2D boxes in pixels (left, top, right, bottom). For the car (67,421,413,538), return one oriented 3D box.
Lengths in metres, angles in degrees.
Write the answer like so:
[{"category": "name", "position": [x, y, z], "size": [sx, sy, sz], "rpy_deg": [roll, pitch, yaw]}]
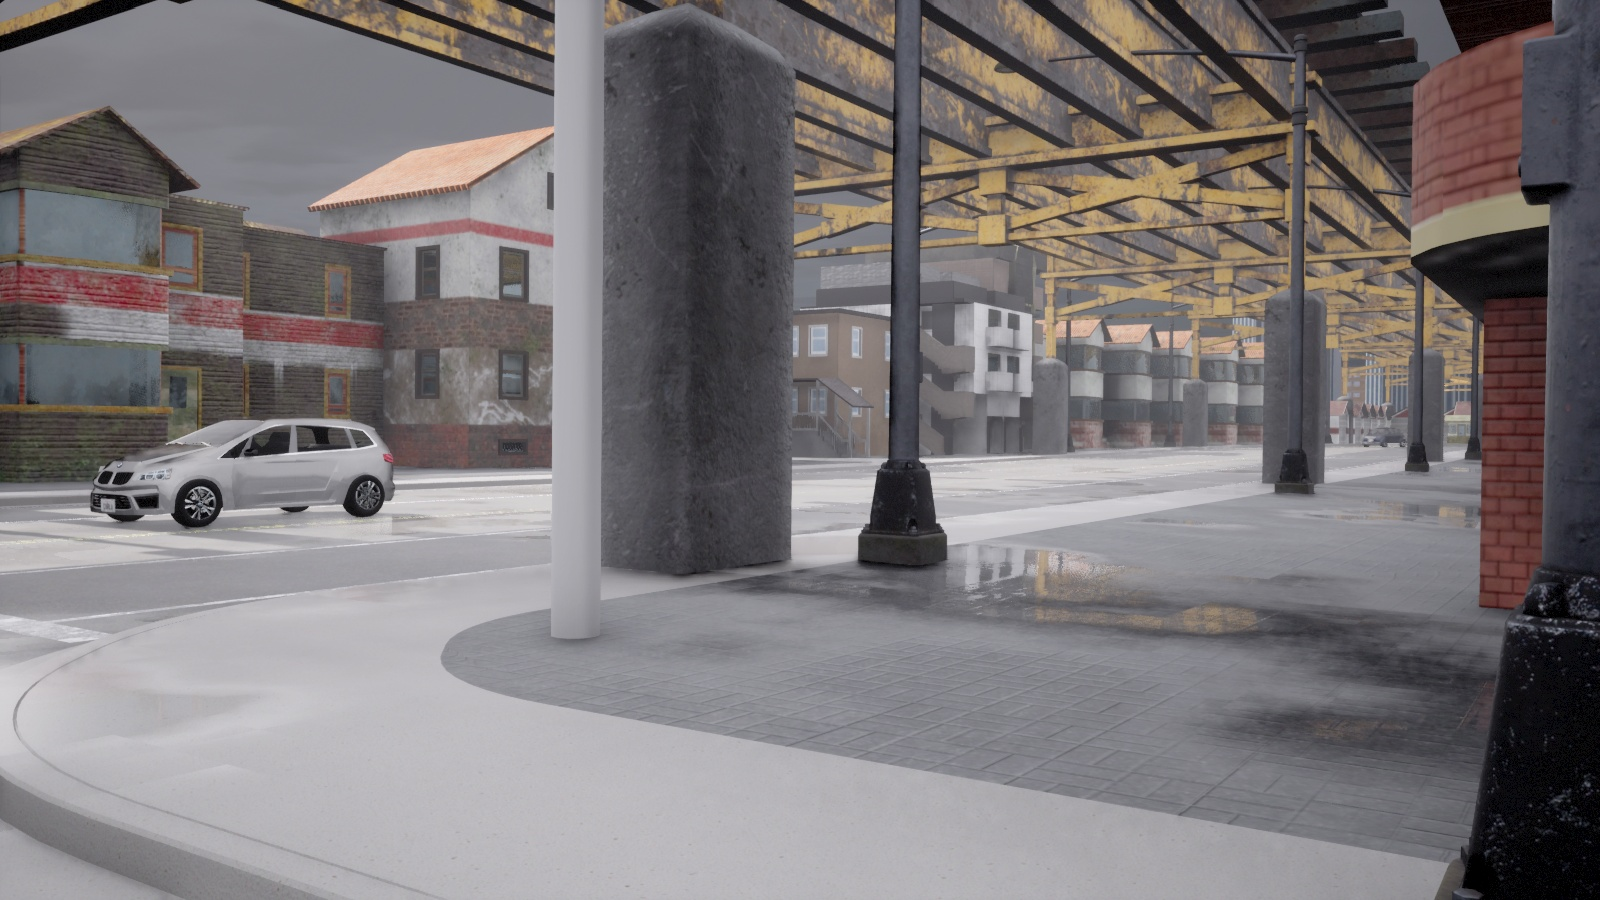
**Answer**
[{"category": "car", "position": [-8.884, 0.379, 20.320], "size": [2.242, 1.667, 4.611], "rpy_deg": [0, 1, 34]}]
